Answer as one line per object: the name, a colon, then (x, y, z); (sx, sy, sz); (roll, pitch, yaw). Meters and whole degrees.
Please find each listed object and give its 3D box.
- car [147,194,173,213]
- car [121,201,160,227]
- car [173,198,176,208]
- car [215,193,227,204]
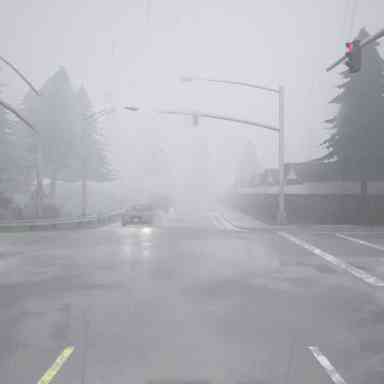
car: (-3.607, 1.224, 36.674); (2.150, 2.045, 5.566); (0, 0, 0)
car: (-3.540, 1.564, 22.703); (1.994, 1.385, 4.181); (0, 0, -2)
car: (-3.432, 1.504, 48.021); (1.837, 1.490, 4.892); (0, 0, 3)
car: (6.901, 1.206, 60.911); (5.566, 2.045, 2.150); (0, 0, -22)
